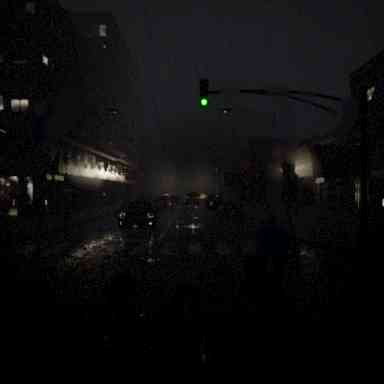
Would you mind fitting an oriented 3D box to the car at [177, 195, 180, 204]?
[{"bbox_3d":[-2.988,1.223,54.969,1.882,1.535,5.008,0,0,0],"label":"car"}]

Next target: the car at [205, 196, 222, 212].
[{"bbox_3d":[2.701,1.400,35.337,1.802,1.307,4.206,0,0,0],"label":"car"}]

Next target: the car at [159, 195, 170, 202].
[{"bbox_3d":[-5.670,1.237,68.574,1.887,1.381,4.507,0,0,0],"label":"car"}]

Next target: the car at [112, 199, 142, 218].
[{"bbox_3d":[-5.681,1.396,29.629,1.752,1.417,4.829,0,0,0],"label":"car"}]

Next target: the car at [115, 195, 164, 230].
[{"bbox_3d":[-3.091,1.265,20.334,2.097,1.767,4.553,0,0,0],"label":"car"}]

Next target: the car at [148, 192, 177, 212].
[{"bbox_3d":[-3.085,1.187,35.209,2.097,1.767,4.553,0,0,0],"label":"car"}]

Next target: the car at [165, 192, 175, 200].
[{"bbox_3d":[-5.665,0.943,85.191,2.192,1.841,5.009,0,0,0],"label":"car"}]

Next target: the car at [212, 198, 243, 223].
[{"bbox_3d":[2.698,1.399,24.428,1.752,1.417,4.829,0,0,0],"label":"car"}]

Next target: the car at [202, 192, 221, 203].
[{"bbox_3d":[2.703,1.106,40.875,2.192,1.841,5.009,0,0,0],"label":"car"}]

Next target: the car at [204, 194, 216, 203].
[{"bbox_3d":[3.162,1.207,60.059,1.837,1.490,4.892,0,0,0],"label":"car"}]

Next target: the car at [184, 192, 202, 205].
[{"bbox_3d":[0.013,0.970,51.510,2.150,2.045,5.566,0,0,0],"label":"car"}]

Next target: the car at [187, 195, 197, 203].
[{"bbox_3d":[0.017,1.233,61.067,1.812,1.442,4.674,0,0,0],"label":"car"}]

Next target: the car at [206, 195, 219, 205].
[{"bbox_3d":[3.162,1.258,53.059,1.812,1.442,4.674,0,0,0],"label":"car"}]

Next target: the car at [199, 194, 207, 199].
[{"bbox_3d":[2.715,1.154,85.189,2.008,1.369,4.403,0,0,0],"label":"car"}]

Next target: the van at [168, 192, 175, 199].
[{"bbox_3d":[-5.663,0.949,90.731,1.690,1.788,3.998,0,0,0],"label":"van"}]

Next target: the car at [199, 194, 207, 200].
[{"bbox_3d":[2.714,1.149,79.820,1.752,1.417,4.829,0,0,0],"label":"car"}]

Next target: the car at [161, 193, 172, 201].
[{"bbox_3d":[-5.668,1.110,74.112,1.967,1.590,4.097,0,0,0],"label":"car"}]
